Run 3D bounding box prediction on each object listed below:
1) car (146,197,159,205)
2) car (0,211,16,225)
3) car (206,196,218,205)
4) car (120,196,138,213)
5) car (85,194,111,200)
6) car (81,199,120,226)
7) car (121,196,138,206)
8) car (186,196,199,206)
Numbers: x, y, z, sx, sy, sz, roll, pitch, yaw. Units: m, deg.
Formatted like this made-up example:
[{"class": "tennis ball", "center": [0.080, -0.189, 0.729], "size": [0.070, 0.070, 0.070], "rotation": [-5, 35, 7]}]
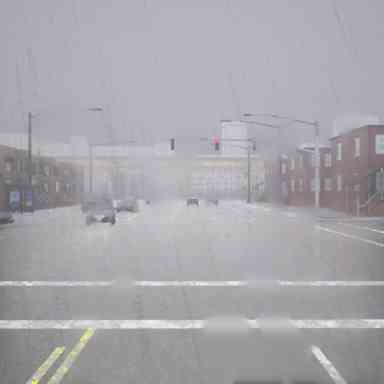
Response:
[{"class": "car", "center": [-7.060, 1.601, 59.120], "size": [1.895, 1.301, 4.718], "rotation": [0, 0, 1]}, {"class": "car", "center": [-13.243, 1.547, 19.215], "size": [2.033, 1.411, 5.357], "rotation": [0, 0, 37]}, {"class": "car", "center": [3.481, 1.505, 58.461], "size": [1.837, 1.490, 4.892], "rotation": [0, 0, 0]}, {"class": "car", "center": [-7.120, 1.502, 36.802], "size": [1.837, 1.490, 4.892], "rotation": [0, 1, -1]}, {"class": "car", "center": [-10.598, 1.220, 37.403], "size": [2.150, 2.045, 5.566], "rotation": [0, 0, 2]}, {"class": "car", "center": [-6.413, 1.492, 23.540], "size": [2.128, 1.511, 4.902], "rotation": [0, 0, -12]}, {"class": "car", "center": [-10.580, 1.477, 56.597], "size": [1.882, 1.535, 5.008], "rotation": [0, 0, 0]}, {"class": "car", "center": [0.085, 1.478, 56.346], "size": [1.882, 1.535, 5.008], "rotation": [0, 0, 0]}]
